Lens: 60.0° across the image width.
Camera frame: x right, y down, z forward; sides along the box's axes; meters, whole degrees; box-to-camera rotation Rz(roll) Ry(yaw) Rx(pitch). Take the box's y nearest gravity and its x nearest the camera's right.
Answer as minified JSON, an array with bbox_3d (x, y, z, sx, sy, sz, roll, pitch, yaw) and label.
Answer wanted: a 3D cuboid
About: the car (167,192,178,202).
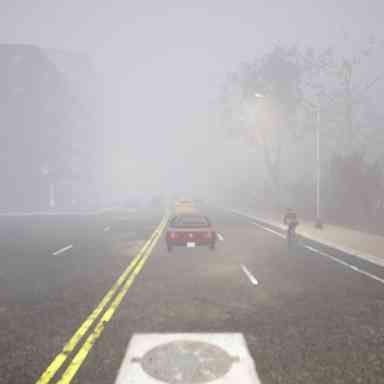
[{"bbox_3d":[-3.930,1.326,72.687,2.097,1.767,4.553,0,0,-6],"label":"car"}]

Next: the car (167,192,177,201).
[{"bbox_3d":[-5.077,1.135,82.732,2.150,2.045,5.566,0,0,-7],"label":"car"}]

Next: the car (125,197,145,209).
[{"bbox_3d":[-8.267,1.545,46.894,2.033,1.411,5.357,0,0,-4],"label":"car"}]

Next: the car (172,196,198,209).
[{"bbox_3d":[-0.728,1.474,32.422,1.882,1.535,5.008,0,0,-3],"label":"car"}]

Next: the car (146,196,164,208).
[{"bbox_3d":[-5.054,1.344,47.450,2.097,1.767,4.553,0,0,-4],"label":"car"}]

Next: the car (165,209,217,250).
[{"bbox_3d":[-0.082,1.600,14.200,1.895,1.301,4.718,0,0,-1],"label":"car"}]

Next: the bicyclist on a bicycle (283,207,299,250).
[{"bbox_3d":[3.978,1.449,13.372,0.582,1.620,1.656,0,0,-1],"label":"bicyclist on a bicycle"}]

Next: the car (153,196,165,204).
[{"bbox_3d":[-6.356,1.478,64.063,2.128,1.511,4.902,0,0,-5],"label":"car"}]

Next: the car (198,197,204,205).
[{"bbox_3d":[0.896,1.544,57.080,1.994,1.385,4.181,0,0,-5],"label":"car"}]

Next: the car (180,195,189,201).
[{"bbox_3d":[-1.830,1.483,82.942,1.812,1.442,4.674,0,0,-7],"label":"car"}]
